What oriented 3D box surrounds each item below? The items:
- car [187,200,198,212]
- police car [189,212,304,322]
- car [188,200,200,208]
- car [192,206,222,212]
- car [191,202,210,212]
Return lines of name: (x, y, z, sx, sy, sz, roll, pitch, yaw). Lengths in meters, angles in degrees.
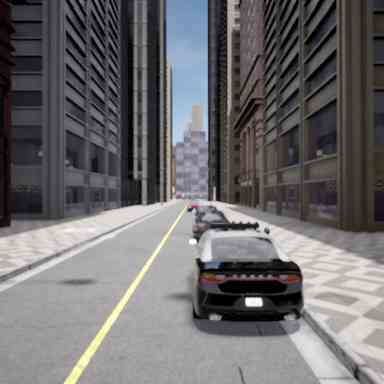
car: (0.338, 2.017, 45.313, 1.895, 1.301, 4.718, 0, -1, 1)
police car: (0.960, 1.489, 7.651, 1.930, 1.638, 5.238, 0, 0, 0)
car: (0.387, 2.118, 58.322, 1.994, 1.385, 4.181, 0, -1, 0)
car: (1.024, 1.677, 17.540, 1.812, 1.442, 4.674, 0, -1, 0)
car: (1.061, 1.711, 23.540, 1.837, 1.490, 4.892, 0, -1, 0)
